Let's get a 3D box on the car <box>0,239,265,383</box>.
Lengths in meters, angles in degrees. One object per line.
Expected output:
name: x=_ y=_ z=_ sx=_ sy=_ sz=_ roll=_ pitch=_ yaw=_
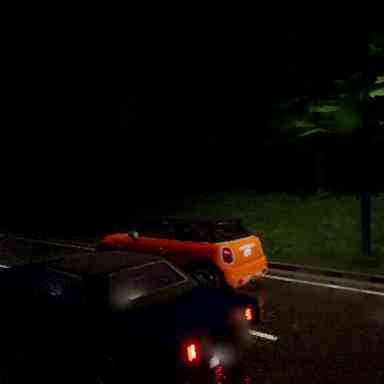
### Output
car: x=-1.517 y=1.606 z=5.074 sx=4.718 sy=1.301 sz=1.895 roll=0 pitch=0 yaw=36

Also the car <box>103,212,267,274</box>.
car: x=-0.488 y=1.360 z=8.643 sx=4.553 sy=1.767 sz=2.097 roll=0 pitch=0 yaw=36
